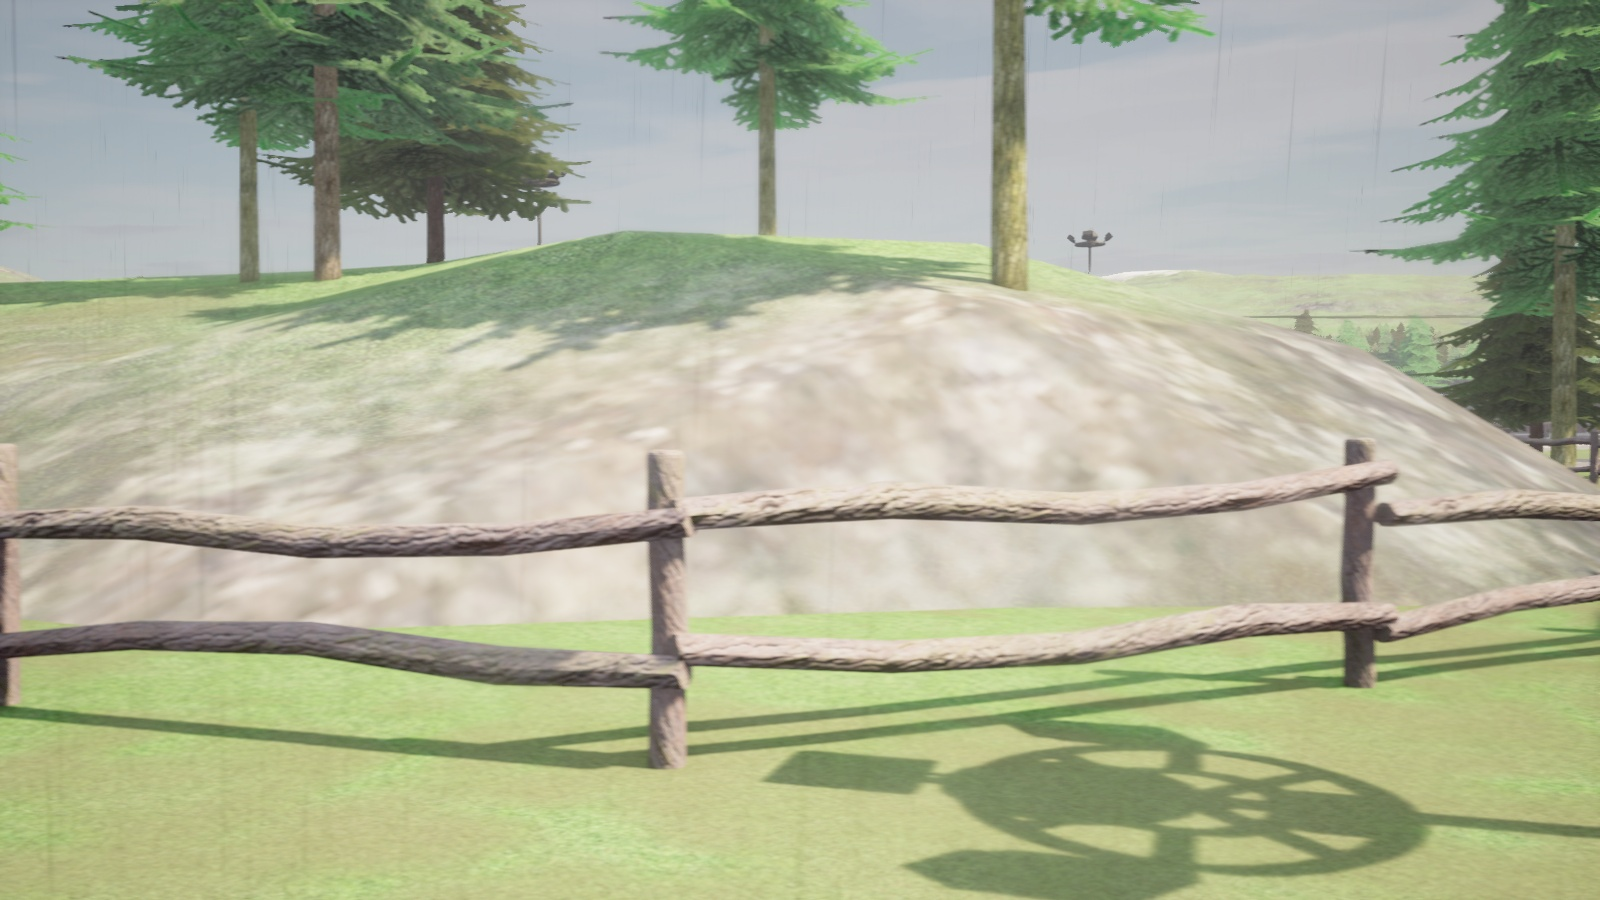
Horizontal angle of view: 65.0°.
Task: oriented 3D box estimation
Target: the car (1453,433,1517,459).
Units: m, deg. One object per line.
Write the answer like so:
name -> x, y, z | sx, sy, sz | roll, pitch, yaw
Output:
car -> 40.571, -0.255, 74.348 | 2.128, 1.511, 4.902 | 1, 1, 44
